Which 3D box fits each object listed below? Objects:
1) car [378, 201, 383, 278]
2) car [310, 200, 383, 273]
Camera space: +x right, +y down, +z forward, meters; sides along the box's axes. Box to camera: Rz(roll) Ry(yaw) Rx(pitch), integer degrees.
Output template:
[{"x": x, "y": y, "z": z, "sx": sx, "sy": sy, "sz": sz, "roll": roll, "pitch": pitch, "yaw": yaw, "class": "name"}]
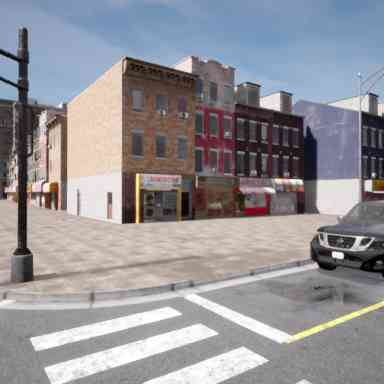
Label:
[{"x": 6.361, "y": 1.243, "z": 6.819, "sx": 5.566, "sy": 2.045, "sz": 2.150, "roll": 0, "pitch": 0, "yaw": -35, "class": "car"}, {"x": 5.960, "y": 1.266, "z": 10.022, "sx": 5.566, "sy": 2.045, "sz": 2.150, "roll": 0, "pitch": -1, "yaw": -35, "class": "car"}]
